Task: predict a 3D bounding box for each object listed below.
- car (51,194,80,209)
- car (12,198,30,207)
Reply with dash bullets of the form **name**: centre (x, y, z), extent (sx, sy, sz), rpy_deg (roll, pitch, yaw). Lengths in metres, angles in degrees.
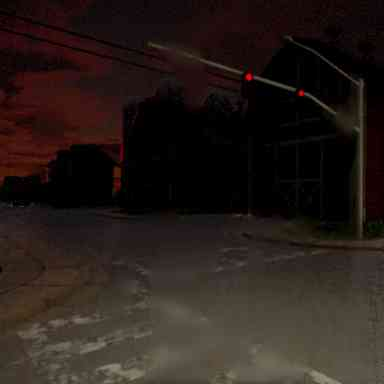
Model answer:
- **car**: centre (-18.048, 1.312, 47.598), extent (3.866, 1.878, 1.905), rpy_deg (-1, 5, 11)
- **car**: centre (-27.592, 1.681, 53.652), extent (1.994, 1.385, 4.181), rpy_deg (1, -1, -36)
